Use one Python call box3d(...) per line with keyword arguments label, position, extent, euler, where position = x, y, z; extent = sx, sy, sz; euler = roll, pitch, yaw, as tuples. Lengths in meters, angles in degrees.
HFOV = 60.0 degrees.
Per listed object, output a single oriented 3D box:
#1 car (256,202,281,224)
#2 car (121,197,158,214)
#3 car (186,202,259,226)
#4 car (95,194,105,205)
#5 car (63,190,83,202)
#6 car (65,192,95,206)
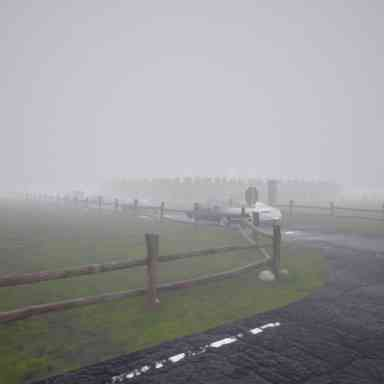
box3d(label="car", position=(3.967, 1.392, 22.861), extent=(1.812, 1.442, 4.674), euler=(1, 0, -36))
box3d(label="car", position=(-4.876, 1.238, 30.293), extent=(1.812, 1.442, 4.674), euler=(1, 0, -36))
box3d(label="car", position=(1.676, 1.428, 21.158), extent=(1.895, 1.301, 4.718), euler=(1, 0, -36))
box3d(label="car", position=(-14.115, 1.051, 48.132), extent=(1.837, 1.490, 4.892), euler=(1, 0, -35))
box3d(label="car", position=(-19.974, 0.663, 56.200), extent=(2.150, 2.045, 5.566), euler=(1, 0, -36))
box3d(label="car", position=(-15.099, 1.037, 44.592), extent=(1.837, 1.490, 4.892), euler=(1, -1, -35))
